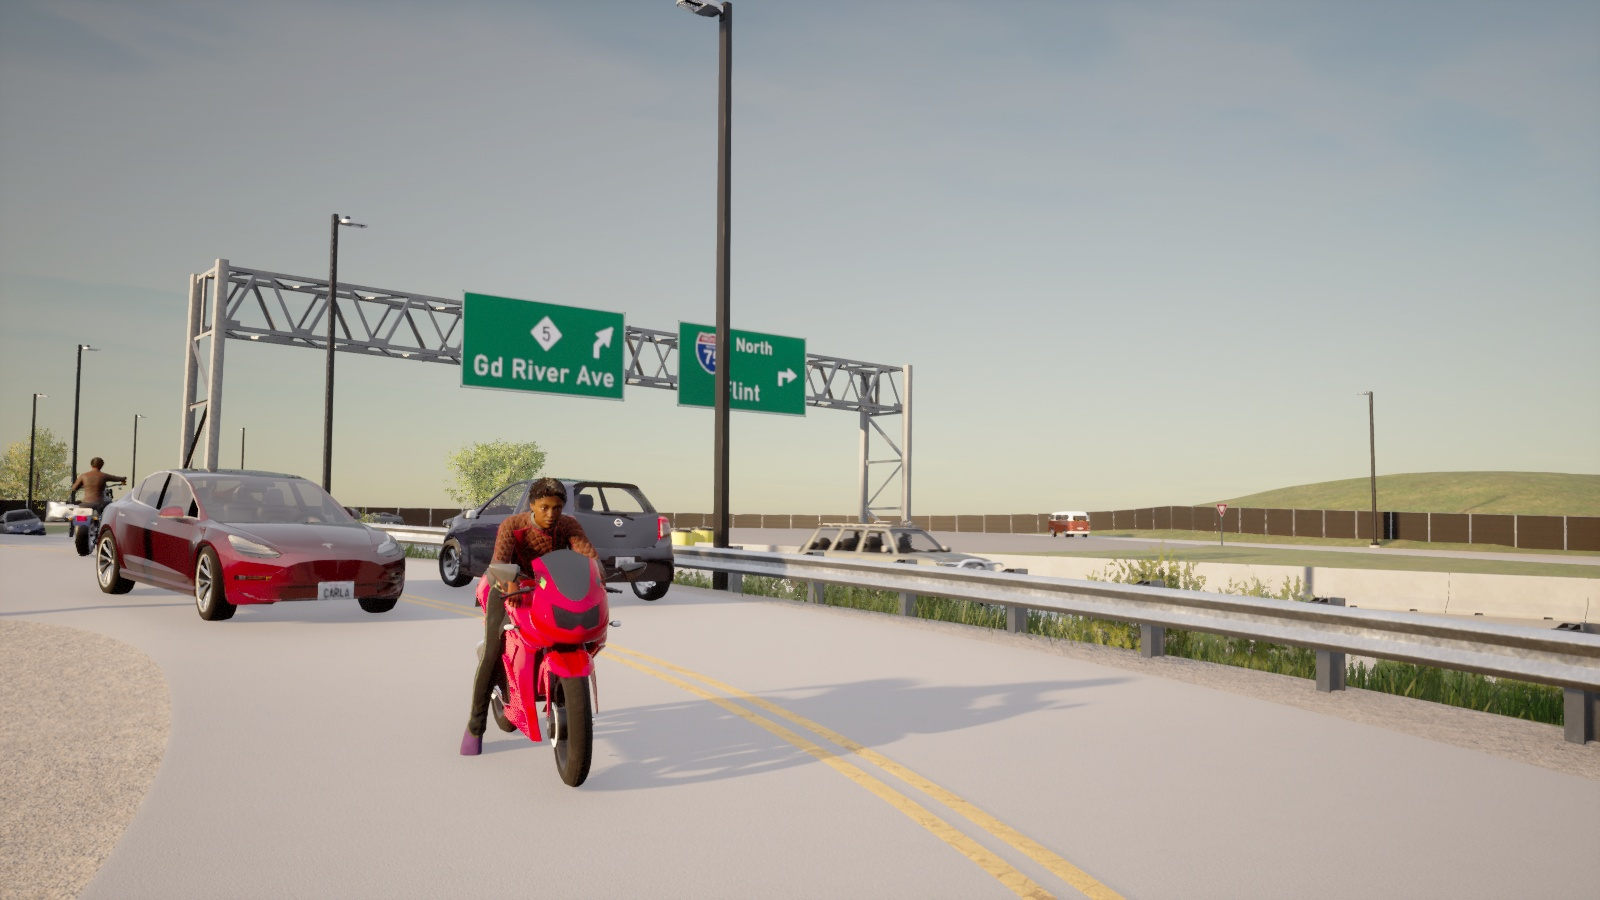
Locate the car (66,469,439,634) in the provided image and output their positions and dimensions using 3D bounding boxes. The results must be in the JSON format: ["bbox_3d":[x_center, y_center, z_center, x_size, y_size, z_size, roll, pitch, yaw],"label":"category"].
[{"bbox_3d":[-6.269,1.006,14.076,4.792,1.488,2.163,0,-2,45],"label":"car"}]

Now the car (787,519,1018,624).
[{"bbox_3d":[1.961,2.353,25.239,1.932,1.855,4.605,3,-4,-40],"label":"car"}]

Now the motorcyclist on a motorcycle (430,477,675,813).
[{"bbox_3d":[-1.418,0.918,6.837,0.797,1.523,2.044,1,-1,-26],"label":"motorcyclist on a motorcycle"}]

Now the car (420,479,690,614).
[{"bbox_3d":[-3.265,1.168,16.326,1.845,1.501,3.633,3,-2,-40],"label":"car"}]

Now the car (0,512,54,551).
[{"bbox_3d":[-40.105,4.178,64.990,1.851,1.617,3.988,-10,5,-39],"label":"car"}]

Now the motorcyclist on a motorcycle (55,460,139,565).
[{"bbox_3d":[-11.756,1.031,21.070,0.766,1.649,2.350,1,-2,-19],"label":"motorcyclist on a motorcycle"}]
